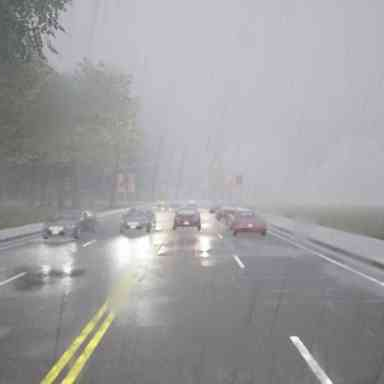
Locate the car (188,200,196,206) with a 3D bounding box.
[{"bbox_3d":[-0.073,2.528,78.686,1.812,1.442,4.674,0,-1,0],"label":"car"}]

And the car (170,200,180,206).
[{"bbox_3d":[-3.311,2.341,65.464,1.882,1.535,5.008,0,-1,0],"label":"car"}]

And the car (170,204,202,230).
[{"bbox_3d":[-0.286,1.812,23.279,1.812,1.442,4.674,0,-1,1],"label":"car"}]

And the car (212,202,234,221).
[{"bbox_3d":[3.221,1.913,31.334,1.812,1.442,4.674,0,-1,0],"label":"car"}]

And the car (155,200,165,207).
[{"bbox_3d":[-6.546,2.352,68.720,1.882,1.535,5.008,0,-1,-1],"label":"car"}]

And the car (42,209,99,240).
[{"bbox_3d":[-6.616,1.721,18.570,2.128,1.511,4.902,0,-1,0],"label":"car"}]

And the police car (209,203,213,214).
[{"bbox_3d":[3.211,2.032,42.334,2.038,1.542,4.974,0,-1,0],"label":"police car"}]

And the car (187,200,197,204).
[{"bbox_3d":[0.006,2.431,65.662,1.895,1.301,4.718,0,-1,0],"label":"car"}]

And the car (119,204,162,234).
[{"bbox_3d":[-3.369,1.756,21.446,2.128,1.511,4.902,0,-1,0],"label":"car"}]

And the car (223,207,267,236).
[{"bbox_3d":[3.232,1.814,20.334,1.994,1.385,4.181,0,-1,0],"label":"car"}]
